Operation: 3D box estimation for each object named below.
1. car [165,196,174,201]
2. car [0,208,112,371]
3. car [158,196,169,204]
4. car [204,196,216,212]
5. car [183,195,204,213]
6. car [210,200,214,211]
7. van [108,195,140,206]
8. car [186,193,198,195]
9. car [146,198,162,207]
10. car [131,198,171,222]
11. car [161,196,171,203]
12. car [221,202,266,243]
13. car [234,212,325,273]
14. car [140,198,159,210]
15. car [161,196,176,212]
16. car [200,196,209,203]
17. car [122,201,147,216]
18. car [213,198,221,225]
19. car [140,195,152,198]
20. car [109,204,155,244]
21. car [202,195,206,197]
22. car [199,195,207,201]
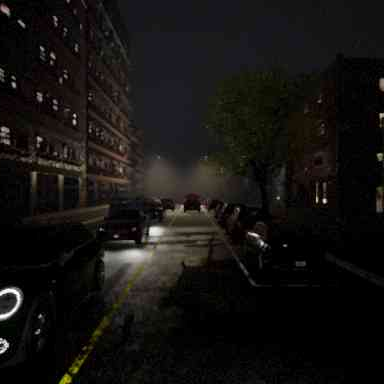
[{"bbox_3d":[-5.662,1.611,84.495,1.947,1.339,4.313,0,0,0],"label":"car"},{"bbox_3d":[-3.061,1.350,5.909,2.097,1.767,4.553,0,0,0],"label":"car"},{"bbox_3d":[-5.668,1.546,67.235,1.752,1.417,4.829,0,0,0],"label":"car"},{"bbox_3d":[2.703,1.546,38.917,2.008,1.369,4.403,0,0,0],"label":"car"},{"bbox_3d":[0.014,1.472,37.206,1.882,1.535,5.008,0,0,0],"label":"car"},{"bbox_3d":[2.699,1.574,27.523,1.802,1.307,4.206,0,0,0],"label":"car"},{"bbox_3d":[-5.682,1.334,27.527,1.690,1.788,3.998,0,0,0],"label":"van"},{"bbox_3d":[0.021,1.224,47.922,2.150,2.045,5.566,0,0,0],"label":"car"},{"bbox_3d":[-5.673,1.554,50.314,2.008,1.369,4.403,0,0,0],"label":"car"},{"bbox_3d":[-3.075,1.484,25.915,2.128,1.511,4.902,0,0,0],"label":"car"},{"bbox_3d":[-5.665,1.573,73.103,1.887,1.381,4.507,0,0,0],"label":"car"},{"bbox_3d":[2.696,1.434,16.129,1.967,1.590,4.097,0,0,0],"label":"car"},{"bbox_3d":[2.694,1.547,10.432,2.008,1.369,4.403,0,0,0],"label":"car"},{"bbox_3d":[-5.675,1.565,44.618,1.947,1.339,4.313,0,0,0],"label":"car"},{"bbox_3d":[-3.006,1.473,39.629,1.882,1.535,5.008,0,0,0],"label":"car"},{"bbox_3d":[2.715,1.578,73.097,2.008,1.369,4.403,0,0,0],"label":"car"},{"bbox_3d":[-5.679,1.575,33.224,1.802,1.307,4.206,0,0,0],"label":"car"},{"bbox_3d":[2.697,1.433,21.826,1.967,1.590,4.097,0,0,0],"label":"car"},{"bbox_3d":[-5.678,1.310,38.921,2.192,1.841,5.009,0,0,0],"label":"car"},{"bbox_3d":[-3.084,1.520,15.840,1.812,1.442,4.674,0,0,0],"label":"car"},{"bbox_3d":[2.705,1.439,44.613,1.967,1.590,4.097,0,0,0],"label":"car"},{"bbox_3d":[2.719,1.590,84.489,1.887,1.381,4.507,0,0,0],"label":"car"}]
